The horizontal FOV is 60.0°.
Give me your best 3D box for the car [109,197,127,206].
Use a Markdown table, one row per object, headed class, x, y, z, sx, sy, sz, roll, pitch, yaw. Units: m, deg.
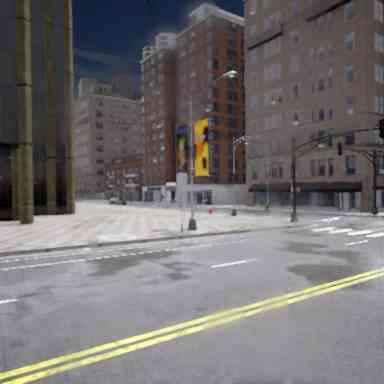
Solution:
| class | x | y | z | sx | sy | sz | roll | pitch | yaw |
| --- | --- | --- | --- | --- | --- | --- | --- | --- | --- |
| car | -13.718 | 1.727 | 61.470 | 1.837 | 1.490 | 4.892 | -1 | 0 | -35 |
